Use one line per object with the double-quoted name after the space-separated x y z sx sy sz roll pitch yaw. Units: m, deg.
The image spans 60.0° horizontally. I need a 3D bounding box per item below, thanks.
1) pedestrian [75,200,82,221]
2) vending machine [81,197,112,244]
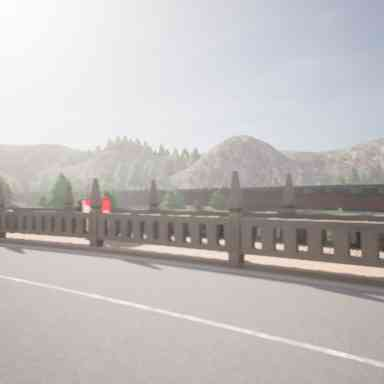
-5.443 1.260 16.241 0.375 1.860 0.375 -1 0 28 "pedestrian"
-4.551 1.301 15.842 0.880 2.100 1.100 -1 0 29 "vending machine"
